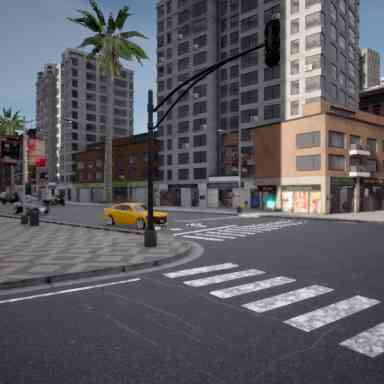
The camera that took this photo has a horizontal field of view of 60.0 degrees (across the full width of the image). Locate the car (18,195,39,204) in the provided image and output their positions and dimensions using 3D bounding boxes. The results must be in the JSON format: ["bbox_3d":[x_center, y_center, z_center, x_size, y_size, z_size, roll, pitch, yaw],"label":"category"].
[{"bbox_3d":[-28.193,1.270,57.321,1.837,1.490,4.892,0,0,-44],"label":"car"}]

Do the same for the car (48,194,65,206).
[{"bbox_3d":[-21.153,1.184,50.435,4.553,1.767,2.097,0,0,45],"label":"car"}]

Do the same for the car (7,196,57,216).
[{"bbox_3d":[-15.150,1.414,31.342,4.902,1.511,2.128,0,0,42],"label":"car"}]

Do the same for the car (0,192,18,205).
[{"bbox_3d":[-30.234,0.991,54.759,2.150,2.045,5.566,0,0,-44],"label":"car"}]

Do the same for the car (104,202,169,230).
[{"bbox_3d":[-3.666,1.459,21.479,5.008,1.535,1.882,0,0,41],"label":"car"}]

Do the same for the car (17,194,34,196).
[{"bbox_3d":[-23.145,1.361,47.837,4.674,1.442,1.812,0,0,45],"label":"car"}]
